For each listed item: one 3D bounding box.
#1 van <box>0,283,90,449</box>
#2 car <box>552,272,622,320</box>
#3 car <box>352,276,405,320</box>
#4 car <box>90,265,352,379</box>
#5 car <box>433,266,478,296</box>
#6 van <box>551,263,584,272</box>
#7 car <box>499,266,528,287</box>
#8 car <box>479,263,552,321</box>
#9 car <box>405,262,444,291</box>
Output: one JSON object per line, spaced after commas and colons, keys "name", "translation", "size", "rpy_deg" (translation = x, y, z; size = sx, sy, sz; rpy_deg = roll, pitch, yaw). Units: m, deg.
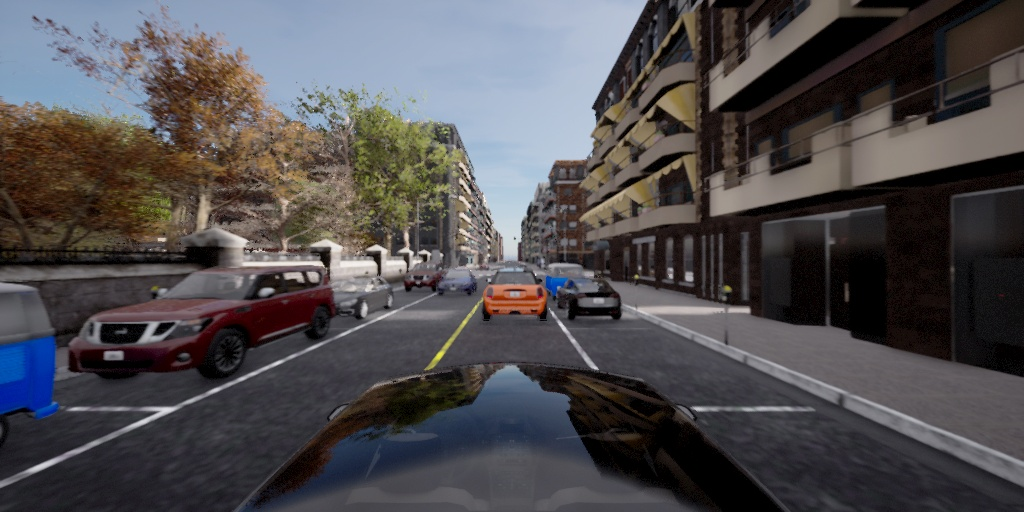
{"name": "van", "translation": [-5.689, 1.096, 2.097], "size": [1.690, 1.789, 3.998], "rpy_deg": [0, 0, 0]}
{"name": "car", "translation": [2.694, 1.450, 13.166], "size": [1.948, 1.339, 4.313], "rpy_deg": [0, 0, 0]}
{"name": "car", "translation": [-5.686, 1.435, 13.167], "size": [2.007, 1.370, 4.403], "rpy_deg": [0, 0, 0]}
{"name": "car", "translation": [-5.688, 1.134, 7.632], "size": [2.192, 1.841, 5.009], "rpy_deg": [0, 0, 0]}
{"name": "car", "translation": [-3.096, 1.505, 21.201], "size": [1.812, 1.442, 4.674], "rpy_deg": [0, -1, 0]}
{"name": "van", "translation": [2.695, 1.290, 18.701], "size": [1.690, 1.789, 3.998], "rpy_deg": [0, 0, 0]}
{"name": "car", "translation": [0.103, 1.563, 29.048], "size": [2.128, 1.511, 4.902], "rpy_deg": [0, -1, 0]}
{"name": "car", "translation": [0.099, 1.238, 13.336], "size": [2.097, 1.767, 4.553], "rpy_deg": [0, -1, 0]}
{"name": "car", "translation": [-5.684, 1.330, 24.237], "size": [2.192, 1.841, 5.009], "rpy_deg": [0, 0, 0]}
